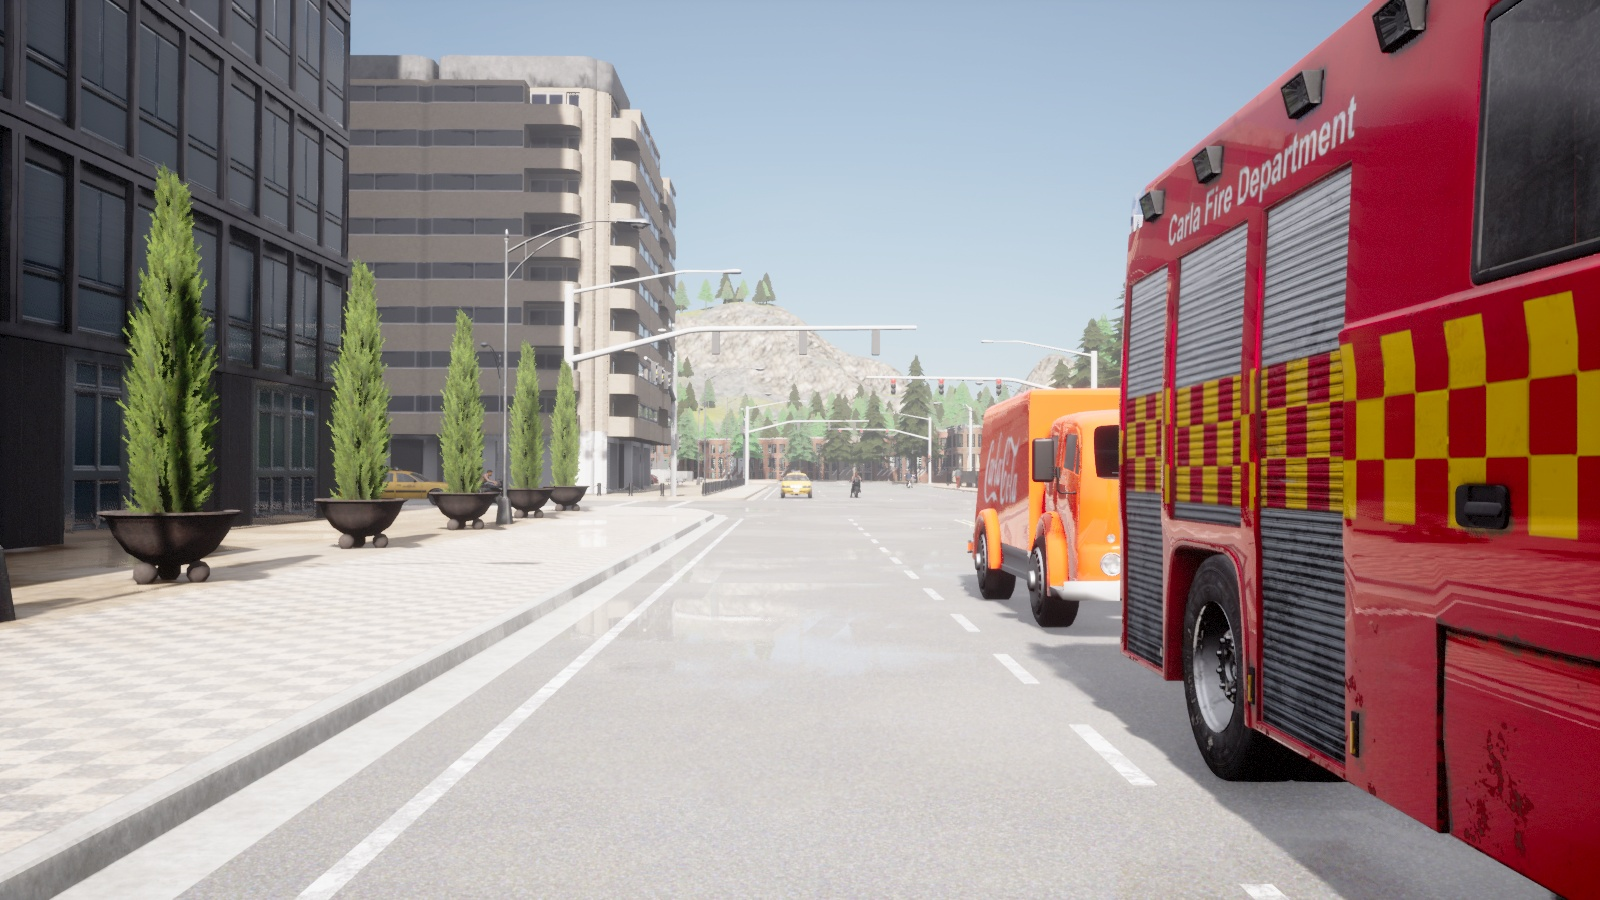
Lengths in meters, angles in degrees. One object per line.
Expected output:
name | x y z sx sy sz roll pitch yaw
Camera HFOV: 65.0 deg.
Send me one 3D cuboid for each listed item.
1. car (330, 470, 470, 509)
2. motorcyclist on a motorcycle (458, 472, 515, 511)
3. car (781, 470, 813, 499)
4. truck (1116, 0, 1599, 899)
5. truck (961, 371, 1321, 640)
car | -16.922 1.659 53.309 5.366 1.575 1.801 0 -1 0
motorcyclist on a motorcycle | -12.417 1.625 49.796 2.044 1.523 0.797 0 -1 0
car | -0.191 1.982 73.270 1.801 1.575 5.366 0 -1 0
truck | 3.485 -0.301 3.774 2.891 3.827 8.468 0 -1 0
truck | 3.465 0.551 14.149 2.627 2.467 5.204 0 -1 0
